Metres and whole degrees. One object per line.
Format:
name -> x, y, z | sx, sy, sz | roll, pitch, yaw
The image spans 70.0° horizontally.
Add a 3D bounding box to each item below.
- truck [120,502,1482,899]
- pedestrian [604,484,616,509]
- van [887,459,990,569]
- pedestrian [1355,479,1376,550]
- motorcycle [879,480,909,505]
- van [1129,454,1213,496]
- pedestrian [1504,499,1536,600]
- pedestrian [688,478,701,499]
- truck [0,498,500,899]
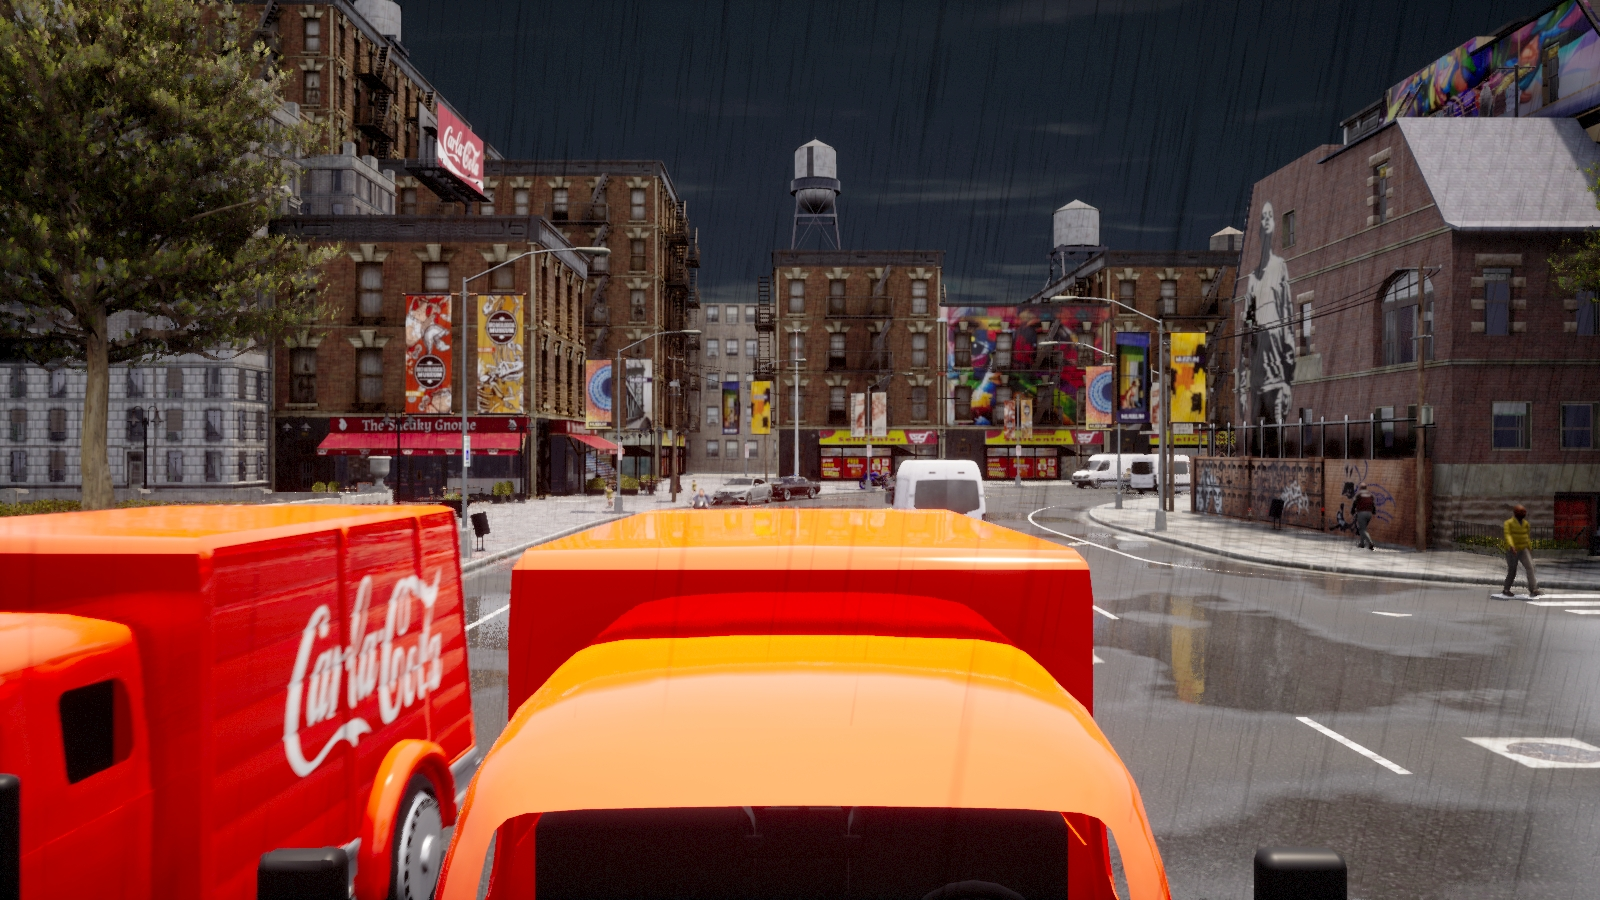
truck -> -0.002, 1.571, 4.805 | 2.627, 2.467, 5.204 | 0, 0, 0
pedestrian -> -8.621, 2.096, 51.828 | 0.500, 1.100, 0.500 | 0, 0, -1
van -> 3.520, 1.546, 30.174 | 1.988, 2.561, 5.915 | 0, 0, 0
pedestrian -> 15.018, 1.708, 30.340 | 0.375, 1.860, 0.375 | 0, 0, 1
motorcycle -> 4.996, 2.228, 60.668 | 0.867, 1.251, 2.209 | 0, 0, 26
van -> 23.637, 1.562, 72.752 | 5.915, 2.561, 1.988 | 0, 0, -36
pedestrian -> 13.508, 1.858, 21.437 | 0.375, 1.860, 0.375 | 0, 0, 0
pedestrian -> -5.759, 2.100, 62.272 | 0.500, 1.100, 0.500 | 0, 0, 22
truck -> -3.447, 1.571, 5.431 | 2.627, 2.467, 5.204 | 0, 0, 1
